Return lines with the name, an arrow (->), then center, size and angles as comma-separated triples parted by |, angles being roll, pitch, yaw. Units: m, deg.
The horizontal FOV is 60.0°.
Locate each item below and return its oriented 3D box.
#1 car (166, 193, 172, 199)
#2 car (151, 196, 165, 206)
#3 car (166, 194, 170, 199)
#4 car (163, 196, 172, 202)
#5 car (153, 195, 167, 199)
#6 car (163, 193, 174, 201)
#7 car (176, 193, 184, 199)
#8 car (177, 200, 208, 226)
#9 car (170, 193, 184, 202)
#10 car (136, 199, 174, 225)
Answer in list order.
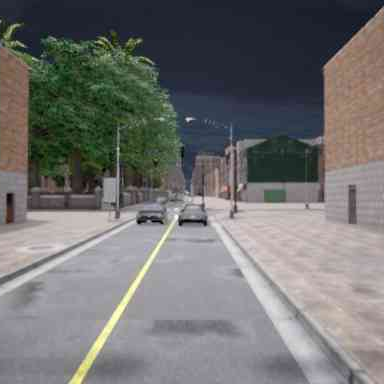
car -> -5.461, 1.479, 63.810 | 1.947, 1.339, 4.313 | 1, 0, 0
car -> -5.447, 1.442, 53.198 | 1.752, 1.417, 4.829 | 1, 0, 0
car -> -5.427, 1.465, 58.360 | 2.008, 1.369, 4.403 | 1, 0, 0
car -> -5.528, 1.500, 74.710 | 1.802, 1.307, 4.206 | 1, 0, 0
car -> -5.411, 1.469, 51.225 | 2.008, 1.369, 4.403 | 1, 0, 0
car -> -5.555, 1.240, 80.161 | 2.192, 1.841, 5.009 | 1, 0, 0
car -> -2.963, 1.072, 84.318 | 1.812, 1.442, 4.674 | 0, 0, 0
car -> 0.079, 1.520, 23.040 | 1.994, 1.385, 4.181 | 0, 0, 1
car -> -2.868, 1.272, 68.648 | 2.097, 1.767, 4.553 | 0, 0, 0
car -> -2.712, 1.501, 23.812 | 2.033, 1.411, 5.357 | 0, 0, 0
